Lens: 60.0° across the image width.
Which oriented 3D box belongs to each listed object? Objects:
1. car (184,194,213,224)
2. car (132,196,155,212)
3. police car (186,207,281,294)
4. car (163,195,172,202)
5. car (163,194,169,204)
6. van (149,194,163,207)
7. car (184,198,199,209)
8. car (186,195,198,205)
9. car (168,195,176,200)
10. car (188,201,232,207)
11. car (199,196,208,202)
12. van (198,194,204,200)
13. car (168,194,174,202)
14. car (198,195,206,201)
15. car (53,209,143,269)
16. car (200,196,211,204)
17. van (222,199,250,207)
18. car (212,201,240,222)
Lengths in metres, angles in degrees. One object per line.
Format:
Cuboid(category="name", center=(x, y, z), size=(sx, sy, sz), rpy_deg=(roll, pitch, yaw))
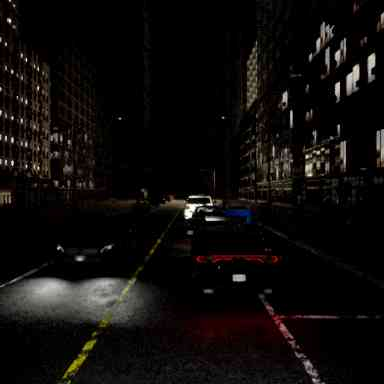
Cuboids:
Cuboid(category="car", center=(0.642, 1.223, 24.893), size=(2.150, 2.045, 5.566), rpy_deg=(0, 0, 4))
Cuboid(category="car", center=(-5.720, 1.526, 37.881), size=(1.752, 1.417, 4.829), rpy_deg=(0, 0, 0))
Cuboid(category="police car", center=(0.893, 1.425, 8.894), size=(1.930, 1.638, 5.238), rpy_deg=(0, 0, 0))
Cuboid(category="car", center=(-5.751, 1.531, 77.557), size=(1.752, 1.417, 4.829), rpy_deg=(0, 0, 0))
Cuboid(category="car", center=(-5.737, 1.554, 60.723), size=(2.008, 1.369, 4.403), rpy_deg=(0, 0, 0))
Cuboid(category="van", center=(-5.730, 1.343, 49.388), size=(1.690, 1.788, 3.998), rpy_deg=(0, 0, 0))
Cuboid(category="car", center=(-0.017, 1.565, 46.180), size=(1.994, 1.385, 4.181), rpy_deg=(0, 0, 0))
Cuboid(category="car", center=(-0.045, 1.355, 60.111), size=(2.097, 1.767, 4.553), rpy_deg=(0, 0, 0))
Cuboid(category="car", center=(-5.764, 1.573, 94.731), size=(1.947, 1.339, 4.313), rpy_deg=(0, 0, 0))
Cuboid(category="car", center=(0.886, 1.478, 18.785), size=(1.882, 1.535, 5.008), rpy_deg=(0, 0, 0))
Cuboid(category="car", center=(2.630, 1.550, 77.733), size=(1.887, 1.381, 4.507), rpy_deg=(0, 0, 0))
Cuboid(category="van", center=(2.617, 1.348, 94.736), size=(1.690, 1.788, 3.998), rpy_deg=(0, 0, 0))
Cuboid(category="car", center=(-5.747, 1.320, 72.059), size=(2.192, 1.841, 5.009), rpy_deg=(0, 0, 0))
Cuboid(category="car", center=(2.621, 1.552, 89.069), size=(1.887, 1.381, 4.507), rpy_deg=(0, 0, 0))
Cuboid(category="car", center=(-3.008, 1.525, 11.264), size=(1.812, 1.442, 4.674), rpy_deg=(0, 0, 0))
Cuboid(category="car", center=(2.639, 1.555, 66.397), size=(2.008, 1.369, 4.403), rpy_deg=(0, 0, 0))
Cuboid(category="van", center=(2.672, 1.341, 21.053), size=(1.690, 1.788, 3.998), rpy_deg=(0, 0, 0))
Cuboid(category="car", center=(2.668, 1.525, 26.890), size=(1.752, 1.417, 4.829), rpy_deg=(0, 0, 0))
